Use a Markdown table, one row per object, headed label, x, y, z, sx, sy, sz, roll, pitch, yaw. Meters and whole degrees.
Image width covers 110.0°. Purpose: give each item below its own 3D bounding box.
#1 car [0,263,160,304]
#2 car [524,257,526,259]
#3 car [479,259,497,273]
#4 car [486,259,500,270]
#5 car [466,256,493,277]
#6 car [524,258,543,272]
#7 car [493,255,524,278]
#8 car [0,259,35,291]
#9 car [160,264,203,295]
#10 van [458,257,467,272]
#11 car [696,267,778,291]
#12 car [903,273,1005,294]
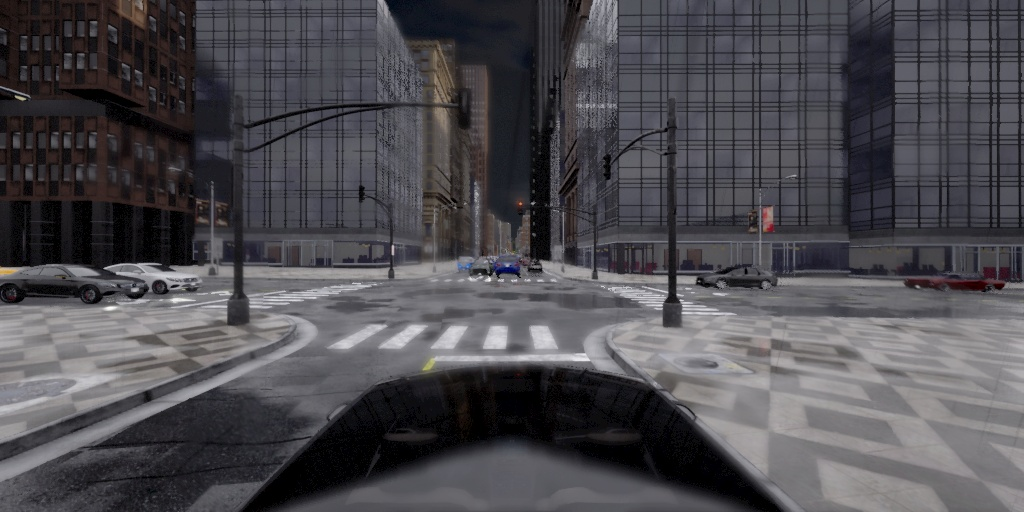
| label | x | y | z | sx | sy | sz | roll | pitch | yaw |
| --- | --- | --- | --- | --- | --- | --- | --- | --- | --- |
| car | -17.234 | 1.047 | 14.121 | 4.674 | 1.442 | 1.812 | 1 | 0 | -1 |
| car | 2.926 | 1.270 | 61.621 | 1.802 | 1.307 | 4.207 | 0 | 0 | 0 |
| car | -2.932 | 1.195 | 44.629 | 1.882 | 1.535 | 5.008 | 0 | 0 | 1 |
| car | -2.876 | 1.208 | 54.094 | 1.837 | 1.490 | 4.892 | 0 | 0 | 0 |
| car | -2.966 | 1.080 | 35.508 | 2.097 | 1.767 | 4.553 | 0 | 0 | 0 |
| car | 2.834 | 1.283 | 44.673 | 1.948 | 1.339 | 4.313 | 0 | 0 | 0 |
| car | -0.266 | 0.951 | 33.997 | 2.150 | 2.045 | 5.566 | 0 | 0 | 3 |
| car | -26.907 | 0.887 | 17.418 | 5.008 | 1.535 | 1.882 | 1 | 0 | 1 |
| car | -17.762 | 1.052 | 17.377 | 4.674 | 1.442 | 1.812 | 1 | 0 | 0 |
| van | -5.691 | 1.058 | 44.719 | 1.690 | 1.789 | 3.998 | 0 | 0 | 0 |
| car | 14.935 | 1.490 | 23.927 | 4.892 | 1.490 | 1.837 | 1 | 0 | 0 |
| car | 29.261 | 1.778 | 23.855 | 4.718 | 1.301 | 1.895 | 1 | 0 | 0 |
